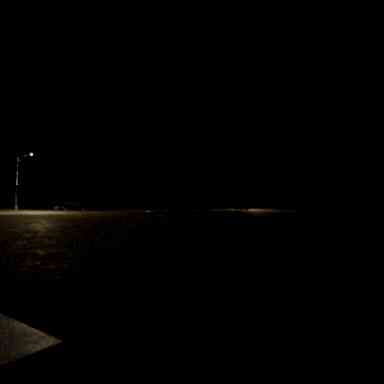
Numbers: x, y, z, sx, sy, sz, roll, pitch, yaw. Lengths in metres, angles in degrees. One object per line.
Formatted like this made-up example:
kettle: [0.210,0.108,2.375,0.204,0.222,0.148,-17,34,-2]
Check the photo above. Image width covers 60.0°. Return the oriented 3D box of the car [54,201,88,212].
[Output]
car: [-17.386,2.068,47.955,1.882,1.535,5.008,0,-2,36]

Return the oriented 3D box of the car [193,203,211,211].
car: [2.272,3.065,70.702,2.097,1.767,4.553,0,-2,35]

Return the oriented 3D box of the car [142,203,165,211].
car: [-7.157,2.718,62.263,1.882,1.535,5.008,0,-2,36]

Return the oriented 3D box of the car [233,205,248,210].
car: [12.516,3.991,85.111,1.895,1.301,4.718,0,-2,35]
